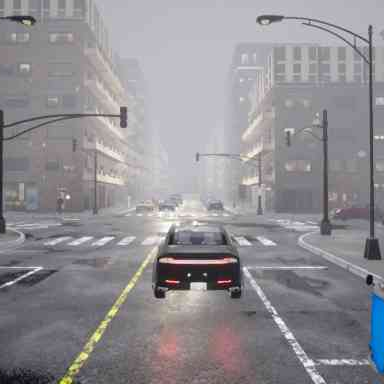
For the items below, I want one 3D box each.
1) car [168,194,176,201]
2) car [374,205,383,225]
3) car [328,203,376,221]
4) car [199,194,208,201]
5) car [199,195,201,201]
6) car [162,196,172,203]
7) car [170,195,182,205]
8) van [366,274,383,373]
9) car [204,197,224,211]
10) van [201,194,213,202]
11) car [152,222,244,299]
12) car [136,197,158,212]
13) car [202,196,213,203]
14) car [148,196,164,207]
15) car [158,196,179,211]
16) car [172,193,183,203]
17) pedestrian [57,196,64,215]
[{"bbox_3d":[-5.439,1.480,90.717,1.967,1.590,4.097,1,0,0],"label":"car"},{"bbox_3d":[13.590,1.583,19.687,4.313,1.339,1.947,0,-1,1],"label":"car"},{"bbox_3d":[13.715,1.608,28.068,4.097,1.590,1.967,0,-1,1],"label":"car"},{"bbox_3d":[2.928,1.352,85.051,2.192,1.841,5.009,1,0,0],"label":"car"},{"bbox_3d":[2.881,1.552,68.294,1.752,1.417,4.829,1,0,0],"label":"car"},{"bbox_3d":[-5.485,1.575,73.789,1.887,1.381,4.507,1,0,0],"label":"car"},{"bbox_3d":[-2.961,1.544,50.813,1.812,1.442,4.674,0,0,0],"label":"car"},{"bbox_3d":[2.679,1.342,1.965,1.690,1.788,3.998,1,0,0],"label":"van"},{"bbox_3d":[2.807,1.580,39.911,1.947,1.339,4.313,1,0,0],"label":"car"},{"bbox_3d":[2.854,1.362,56.838,1.690,1.788,3.998,1,0,0],"label":"van"},{"bbox_3d":[0.123,1.494,8.454,2.128,1.511,4.902,0,0,0],"label":"car"},{"bbox_3d":[-5.573,1.539,39.763,1.752,1.417,4.829,1,0,0],"label":"car"},{"bbox_3d":[2.821,1.567,45.554,2.008,1.369,4.403,1,0,0],"label":"car"},{"bbox_3d":[-5.542,1.459,51.218,1.967,1.590,4.097,1,0,0],"label":"car"},{"bbox_3d":[-2.995,1.562,40.910,2.033,1.411,5.357,0,0,0],"label":"car"},{"bbox_3d":[-2.902,1.245,61.551,2.150,2.045,5.566,0,0,1],"label":"car"},{"bbox_3d":[-12.457,1.217,31.392,0.375,1.860,0.375,0,-1,1],"label":"pedestrian"}]
